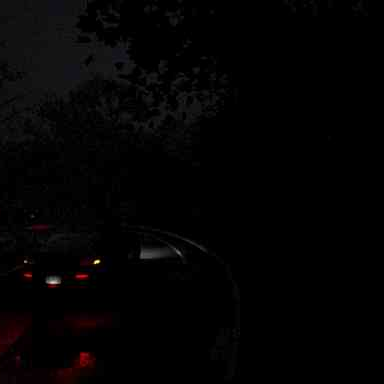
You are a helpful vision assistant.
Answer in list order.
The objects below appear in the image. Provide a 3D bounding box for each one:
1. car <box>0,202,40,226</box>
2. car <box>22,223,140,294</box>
[{"bbox_3d":[-13.094,1.474,23.491,5.008,1.535,1.882,0,-1,23],"label":"car"},{"bbox_3d":[-2.597,1.524,8.689,1.812,1.442,4.674,1,0,1],"label":"car"}]
